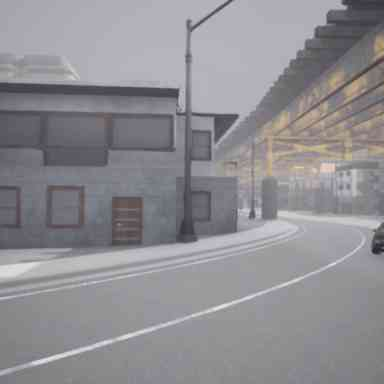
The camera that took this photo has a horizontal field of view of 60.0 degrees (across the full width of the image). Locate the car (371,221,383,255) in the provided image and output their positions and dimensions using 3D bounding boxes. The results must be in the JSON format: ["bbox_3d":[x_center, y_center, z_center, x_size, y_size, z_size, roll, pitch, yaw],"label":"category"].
[{"bbox_3d":[8.907,1.826,14.142,2.033,1.411,5.357,0,-2,34],"label":"car"}]
